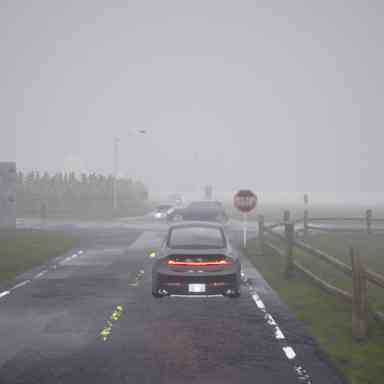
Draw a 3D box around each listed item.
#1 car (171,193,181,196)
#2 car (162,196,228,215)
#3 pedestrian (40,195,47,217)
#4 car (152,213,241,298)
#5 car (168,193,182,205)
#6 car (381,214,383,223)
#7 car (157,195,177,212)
[{"bbox_3d":[-2.928,1.361,49.054,2.097,1.767,4.553,0,0,0],"label":"car"},{"bbox_3d":[0.367,1.394,24.299,4.553,1.767,2.097,1,0,0],"label":"car"},{"bbox_3d":[-12.218,1.141,27.267,0.375,1.860,0.375,0,-2,0],"label":"pedestrian"},{"bbox_3d":[0.087,1.506,8.505,1.837,1.490,4.892,0,0,0],"label":"car"},{"bbox_3d":[-2.934,1.230,59.718,2.150,2.045,5.566,0,0,1],"label":"car"},{"bbox_3d":[16.538,1.831,24.375,4.902,1.511,2.128,1,-1,0],"label":"car"},{"bbox_3d":[-2.917,1.484,38.769,1.882,1.535,5.008,0,0,0],"label":"car"}]
